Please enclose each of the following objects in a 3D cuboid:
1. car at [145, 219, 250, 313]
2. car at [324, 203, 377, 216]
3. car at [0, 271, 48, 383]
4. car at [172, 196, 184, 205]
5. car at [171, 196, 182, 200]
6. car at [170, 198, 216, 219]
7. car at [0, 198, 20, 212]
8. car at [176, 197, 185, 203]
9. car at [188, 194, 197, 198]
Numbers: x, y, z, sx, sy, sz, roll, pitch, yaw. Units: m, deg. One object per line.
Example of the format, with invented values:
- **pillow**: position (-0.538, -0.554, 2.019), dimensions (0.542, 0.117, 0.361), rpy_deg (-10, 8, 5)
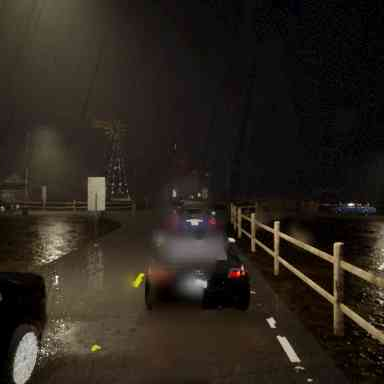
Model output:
- **car**: position (0.108, 1.573, 7.785), dimensions (1.994, 1.385, 4.181), rpy_deg (0, 0, 0)
- **car**: position (17.898, 1.951, 37.702), dimensions (5.357, 1.411, 2.033), rpy_deg (1, -2, 0)
- **car**: position (-2.844, 1.479, 2.386), dimensions (1.882, 1.535, 5.008), rpy_deg (0, 0, 0)
- **car**: position (-2.691, 1.613, 66.398), dimensions (2.097, 1.767, 4.553), rpy_deg (0, 0, 1)
- **car**: position (-2.747, 1.677, 57.149), dimensions (1.882, 1.535, 5.008), rpy_deg (0, 0, 0)
- **car**: position (0.118, 1.380, 16.428), dimensions (2.097, 1.767, 4.553), rpy_deg (0, 0, 0)
- **car**: position (-20.263, 1.292, 34.124), dimensions (4.892, 1.490, 1.837), rpy_deg (1, -2, 0)
- **car**: position (-2.645, 1.933, 76.617), dimensions (1.895, 1.301, 4.718), rpy_deg (0, 0, 0)
- **car**: position (0.136, 1.724, 95.305), dimensions (2.150, 2.045, 5.566), rpy_deg (0, -1, 0)
